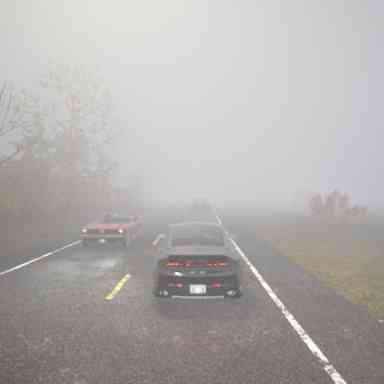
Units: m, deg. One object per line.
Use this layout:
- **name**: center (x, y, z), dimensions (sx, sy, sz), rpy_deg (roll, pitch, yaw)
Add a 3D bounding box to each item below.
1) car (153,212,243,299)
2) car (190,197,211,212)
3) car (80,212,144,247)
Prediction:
- **car**: center (0.138, 1.508, 8.476), dimensions (1.837, 1.490, 4.892), rpy_deg (0, 0, 1)
- **car**: center (0.994, 1.381, 37.612), dimensions (2.097, 1.767, 4.553), rpy_deg (0, 0, 4)
- **car**: center (-3.472, 1.608, 15.220), dimensions (1.895, 1.301, 4.718), rpy_deg (0, 0, 1)
